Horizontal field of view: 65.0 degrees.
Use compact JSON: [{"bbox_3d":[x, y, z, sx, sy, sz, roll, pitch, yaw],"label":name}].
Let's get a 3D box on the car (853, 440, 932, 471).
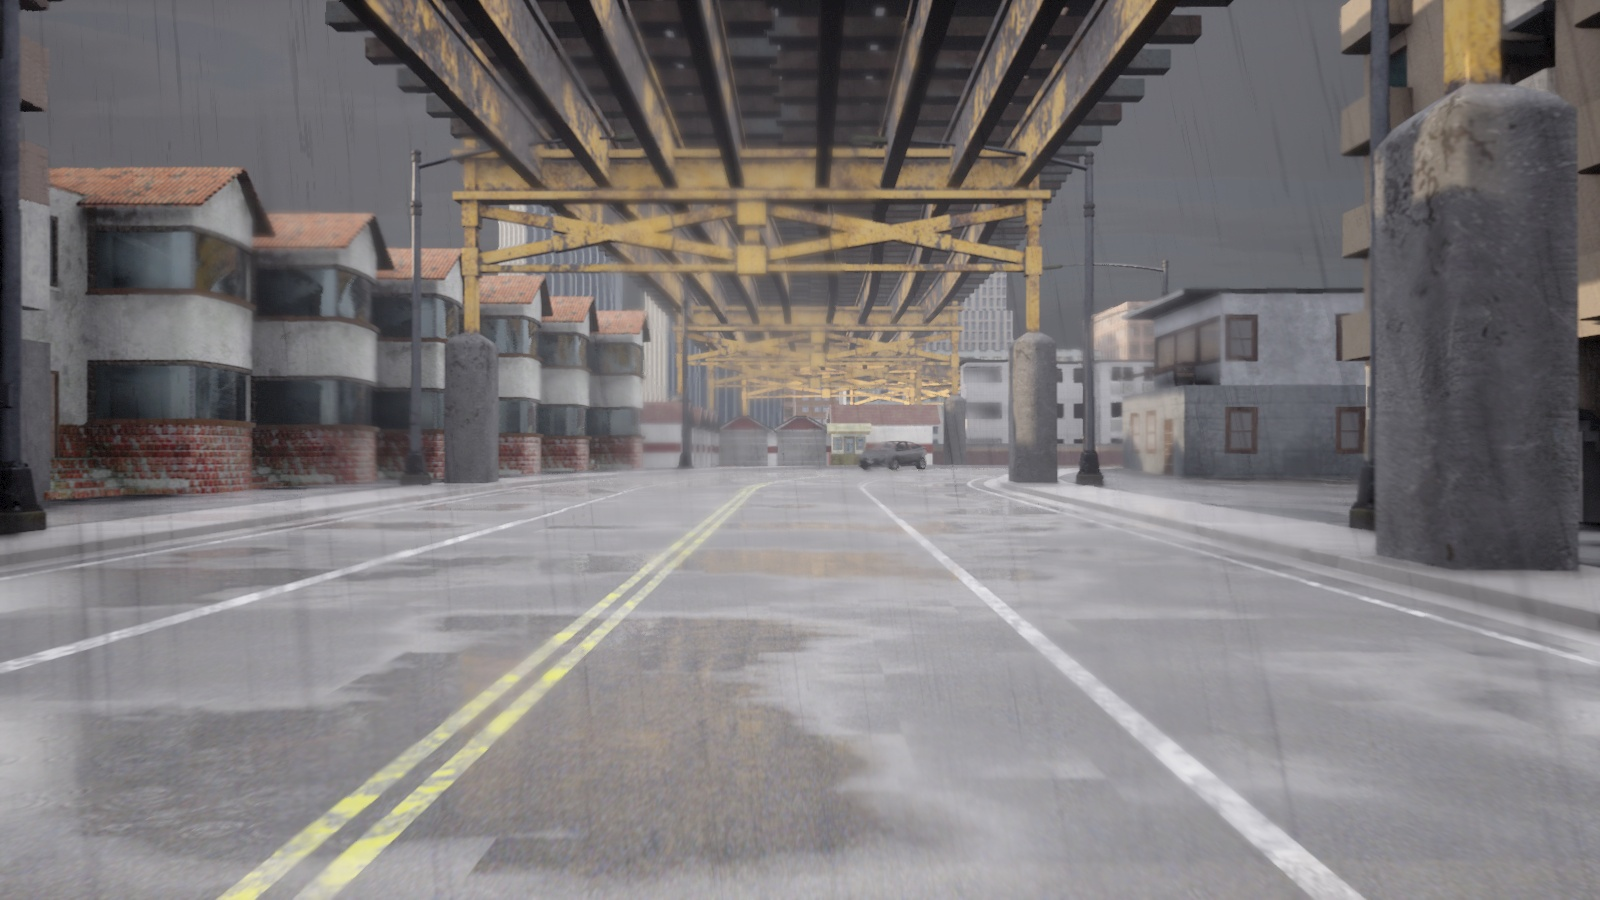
[{"bbox_3d":[4.790,0.256,64.607,2.007,1.525,4.514,0,0,35],"label":"car"}]
